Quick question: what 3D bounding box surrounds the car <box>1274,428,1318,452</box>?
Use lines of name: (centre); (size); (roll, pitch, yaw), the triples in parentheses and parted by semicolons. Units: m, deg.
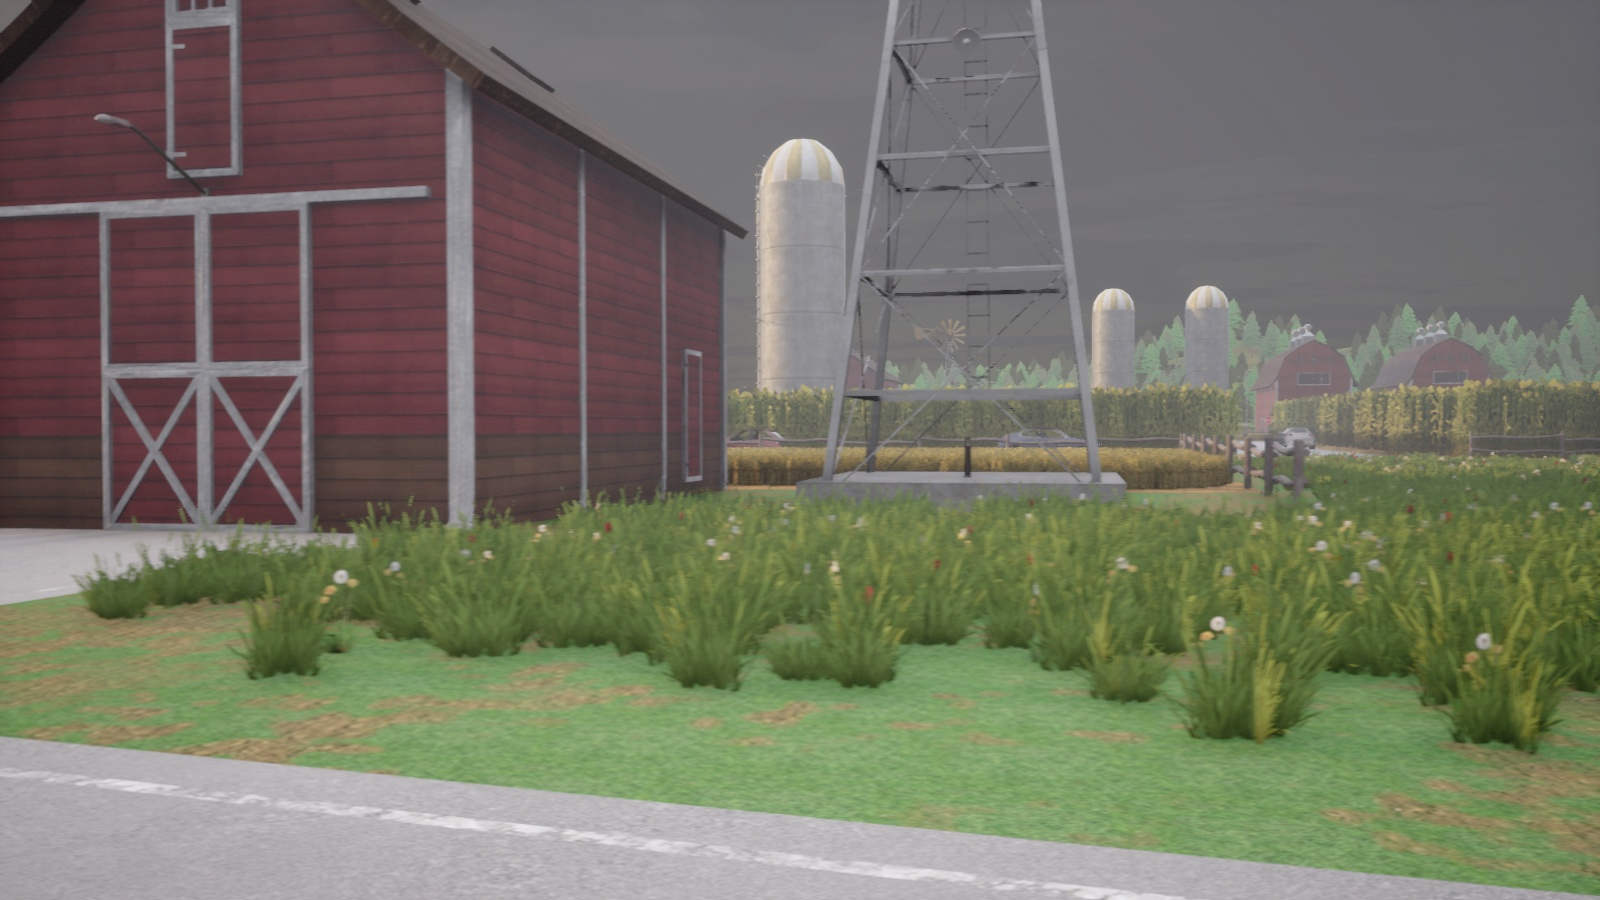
car: (35.364, -0.730, 89.677); (2.152, 1.651, 5.027); (0, 1, 13)

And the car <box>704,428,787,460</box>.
car: (-2.843, -0.338, 65.706); (3.988, 1.617, 1.851); (0, 1, 13)

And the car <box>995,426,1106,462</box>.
car: (11.823, -0.298, 59.147); (5.027, 1.651, 2.152); (0, 1, 13)
